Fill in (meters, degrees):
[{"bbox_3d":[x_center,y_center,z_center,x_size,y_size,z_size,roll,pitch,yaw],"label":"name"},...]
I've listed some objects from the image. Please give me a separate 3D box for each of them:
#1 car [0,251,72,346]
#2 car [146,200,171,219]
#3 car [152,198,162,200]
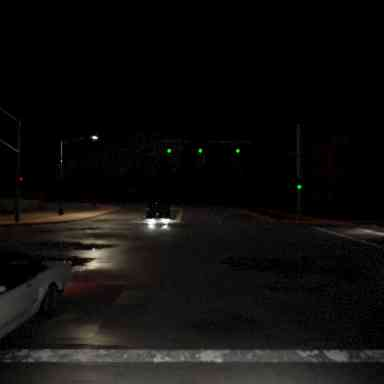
[{"bbox_3d":[-3.459,1.628,4.715,1.895,1.301,4.718,0,0,1],"label":"car"},{"bbox_3d":[-2.998,1.739,30.688,1.994,1.385,4.181,0,0,0],"label":"car"},{"bbox_3d":[-5.769,1.778,55.599,1.837,1.490,4.892,2,-1,-18],"label":"car"}]
